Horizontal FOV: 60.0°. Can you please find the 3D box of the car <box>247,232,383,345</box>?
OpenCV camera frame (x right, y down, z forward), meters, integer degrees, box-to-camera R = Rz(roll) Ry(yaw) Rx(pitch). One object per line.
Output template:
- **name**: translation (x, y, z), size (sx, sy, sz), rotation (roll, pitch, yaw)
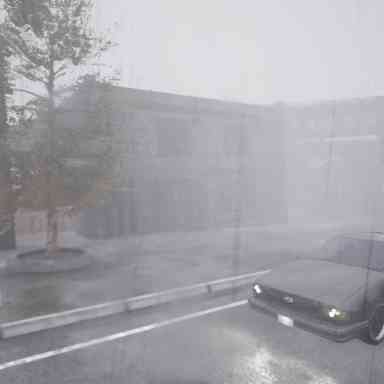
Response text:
- **car**: translation (3.570, 1.535, 6.539), size (5.357, 1.411, 2.033), rotation (0, 0, -36)
